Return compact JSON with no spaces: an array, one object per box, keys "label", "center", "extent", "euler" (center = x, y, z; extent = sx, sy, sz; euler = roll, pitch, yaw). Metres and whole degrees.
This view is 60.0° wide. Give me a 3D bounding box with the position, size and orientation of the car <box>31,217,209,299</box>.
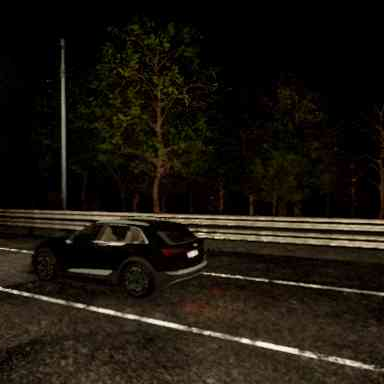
[{"label":"car","center":[-1.954,1.468,8.526],"extent":[4.856,1.649,2.033],"euler":[-1,0,28]}]
